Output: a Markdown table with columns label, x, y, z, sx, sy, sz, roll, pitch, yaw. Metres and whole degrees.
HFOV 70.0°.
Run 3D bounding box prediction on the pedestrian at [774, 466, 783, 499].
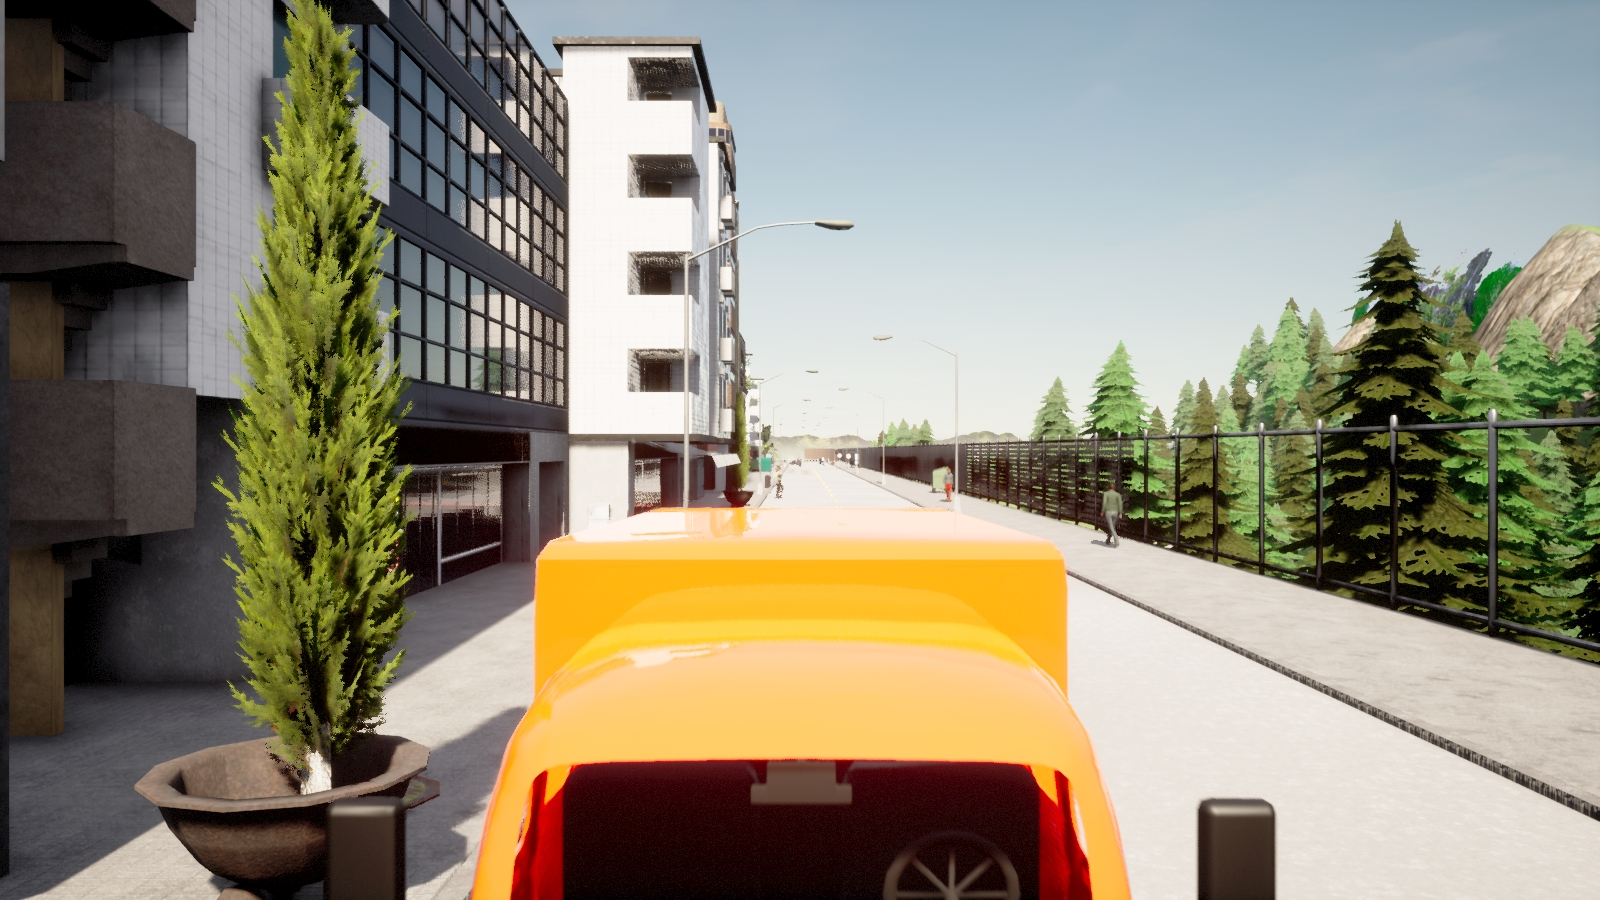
| label | x | y | z | sx | sy | sz | roll | pitch | yaw |
| --- | --- | --- | --- | --- | --- | --- | --- | --- | --- |
| pedestrian | -1.252 | 1.874 | 65.789 | 0.375 | 1.860 | 0.375 | 0 | 0 | 26 |

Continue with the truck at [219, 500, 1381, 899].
| label | x | y | z | sx | sy | sz | roll | pitch | yaw |
| --- | --- | --- | --- | --- | --- | --- | --- | --- | --- |
| truck | 0.000 | 1.572 | 5.182 | 2.627 | 2.467 | 5.204 | 0 | 0 | 0 |

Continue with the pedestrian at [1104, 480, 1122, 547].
| label | x | y | z | sx | sy | sz | roll | pitch | yaw |
| --- | --- | --- | --- | --- | --- | --- | --- | --- | --- |
| pedestrian | 8.709 | 1.757 | 31.820 | 0.375 | 1.860 | 0.375 | 0 | 0 | -3 |

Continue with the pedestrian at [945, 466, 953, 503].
| label | x | y | z | sx | sy | sz | roll | pitch | yaw |
| --- | --- | --- | --- | --- | --- | --- | --- | --- | --- |
| pedestrian | 7.674 | 1.768 | 58.861 | 0.375 | 1.860 | 0.375 | 0 | 0 | 0 |
